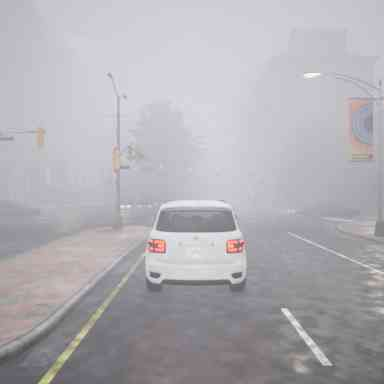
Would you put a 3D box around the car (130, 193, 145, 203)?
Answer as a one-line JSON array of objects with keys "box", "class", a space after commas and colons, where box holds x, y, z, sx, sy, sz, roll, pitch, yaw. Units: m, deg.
[{"box": [-11.285, 1.225, 69.639, 2.150, 2.045, 5.566, 0, 0, 0], "class": "car"}]

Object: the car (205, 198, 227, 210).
[{"box": [3.372, 1.547, 45.002, 2.033, 1.411, 5.357, 0, 0, 15], "class": "car"}]

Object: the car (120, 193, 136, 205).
[{"box": [-11.384, 1.491, 59.720, 2.128, 1.511, 4.902, 0, 0, 1], "class": "car"}]

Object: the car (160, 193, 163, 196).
[{"box": [-7.764, 1.225, 76.441, 2.150, 2.045, 5.566, 0, 0, 0], "class": "car"}]

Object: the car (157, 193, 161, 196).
[{"box": [-7.818, 1.525, 66.824, 1.812, 1.442, 4.674, 0, 0, 1], "class": "car"}]

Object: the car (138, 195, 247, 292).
[{"box": [0.099, 1.221, 9.059, 2.150, 2.045, 5.566, 0, 0, 0], "class": "car"}]

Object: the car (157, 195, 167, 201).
[{"box": [-7.733, 1.552, 86.256, 1.994, 1.385, 4.181, 0, 0, 0], "class": "car"}]

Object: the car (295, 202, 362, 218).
[{"box": [11.931, 1.547, 29.299, 5.357, 1.411, 2.033, 0, 0, 0], "class": "car"}]

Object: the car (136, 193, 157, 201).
[{"box": [-7.902, 1.352, 57.940, 2.097, 1.767, 4.553, 0, 0, 0], "class": "car"}]

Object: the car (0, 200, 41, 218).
[{"box": [-15.552, 1.564, 29.231, 4.181, 1.385, 1.994, 0, 0, 0], "class": "car"}]

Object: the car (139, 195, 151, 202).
[{"box": [-11.252, 1.525, 80.077, 2.128, 1.511, 4.902, 0, 0, 0], "class": "car"}]
